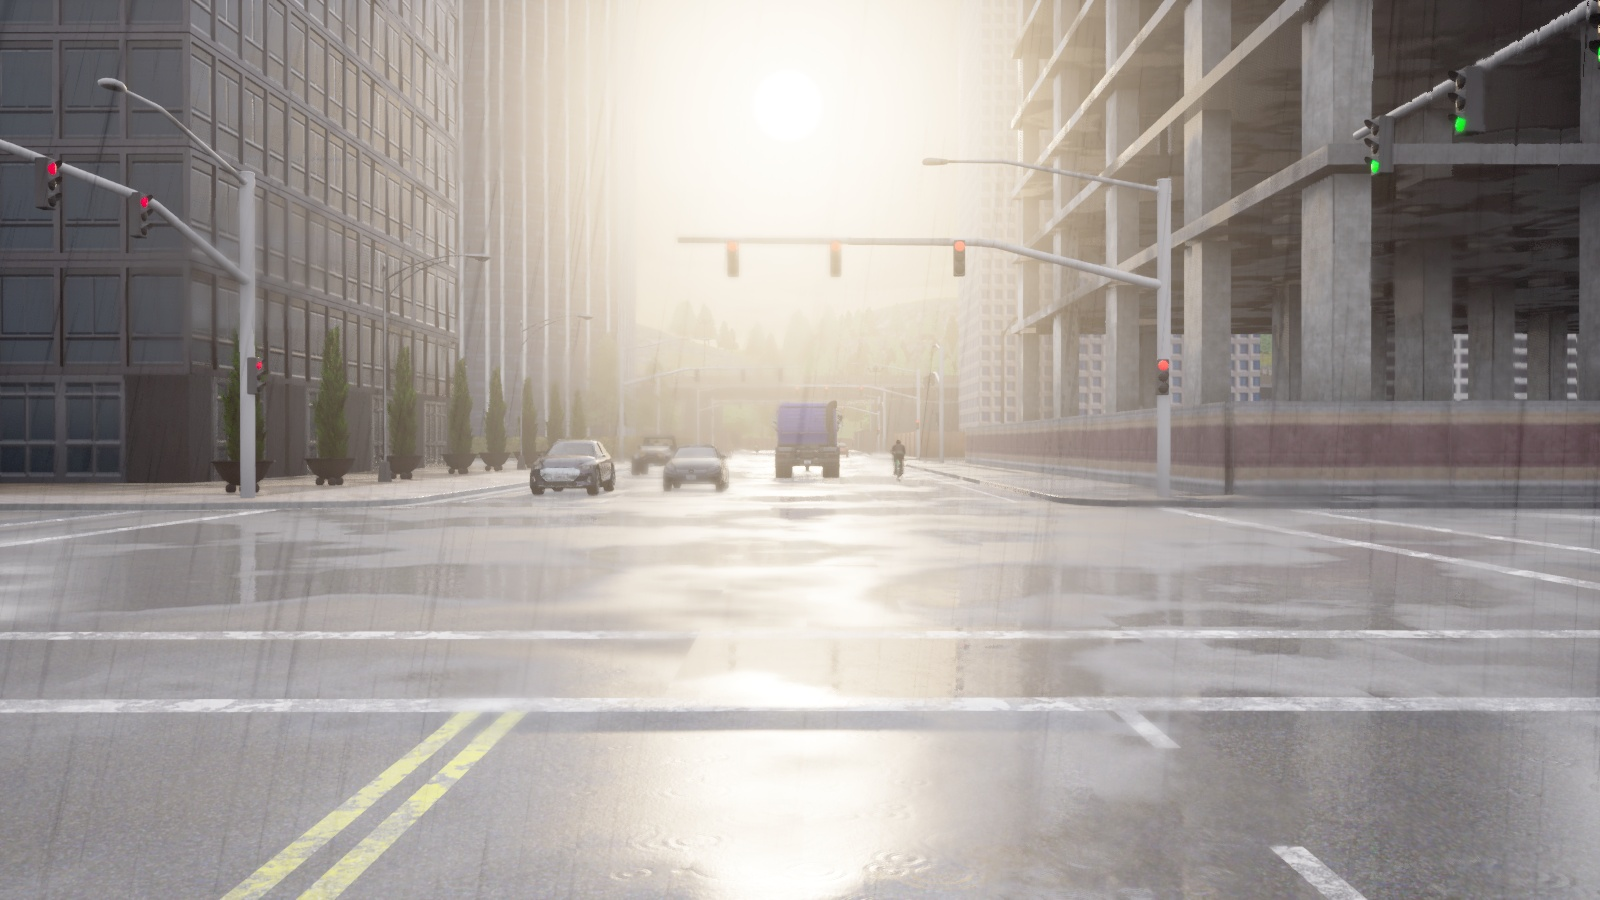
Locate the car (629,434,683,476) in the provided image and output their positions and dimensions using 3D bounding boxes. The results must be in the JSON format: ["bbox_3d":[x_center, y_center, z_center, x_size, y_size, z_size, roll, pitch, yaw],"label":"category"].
[{"bbox_3d":[-6.630,0.210,58.013,1.905,1.878,3.866,0,0,2],"label":"car"}]

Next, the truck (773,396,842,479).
[{"bbox_3d":[0.332,-0.555,56.730,2.891,3.462,7.936,0,0,0],"label":"truck"}]

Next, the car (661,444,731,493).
[{"bbox_3d":[-3.261,0.543,40.083,1.812,1.442,4.674,0,0,0],"label":"car"}]

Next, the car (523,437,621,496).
[{"bbox_3d":[-6.774,0.457,37.851,2.033,1.649,4.856,0,0,0],"label":"car"}]
